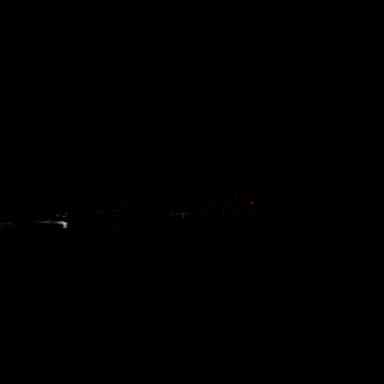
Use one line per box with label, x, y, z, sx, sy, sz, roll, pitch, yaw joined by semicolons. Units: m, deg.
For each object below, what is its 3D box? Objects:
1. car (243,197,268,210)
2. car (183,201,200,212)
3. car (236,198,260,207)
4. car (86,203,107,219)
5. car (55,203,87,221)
car;9.950;1.768;52.272;2.150;2.045;5.566;-1;-1;38
car;0.650;1.985;45.588;2.128;1.511;4.902;-1;-1;36
car;9.888;1.819;58.272;2.033;1.411;5.357;-1;-1;36
car;-6.674;1.799;29.116;1.994;1.385;4.181;-1;-1;36
car;-10.157;1.795;30.591;1.837;1.490;4.892;-1;-1;36
